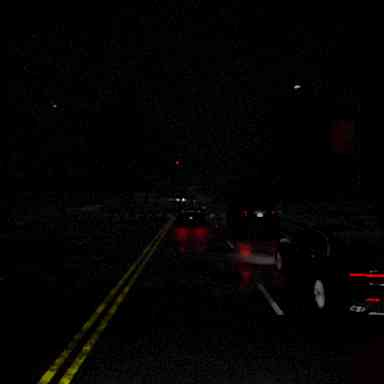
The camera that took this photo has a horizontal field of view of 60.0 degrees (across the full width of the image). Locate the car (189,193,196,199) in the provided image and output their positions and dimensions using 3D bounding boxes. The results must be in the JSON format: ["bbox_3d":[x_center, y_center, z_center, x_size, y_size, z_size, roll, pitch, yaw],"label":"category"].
[{"bbox_3d":[0.119,1.055,89.129,1.994,1.385,4.181,0,0,1],"label":"car"}]

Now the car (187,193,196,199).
[{"bbox_3d":[-0.091,1.060,72.182,1.812,1.442,4.674,0,0,1],"label":"car"}]

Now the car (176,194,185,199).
[{"bbox_3d":[-2.723,1.064,81.750,1.994,1.385,4.181,0,0,1],"label":"car"}]

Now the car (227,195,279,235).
[{"bbox_3d":[3.254,1.201,18.586,2.150,2.045,5.566,0,0,0],"label":"car"}]

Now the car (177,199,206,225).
[{"bbox_3d":[-0.026,1.473,24.008,2.128,1.511,4.902,0,0,1],"label":"car"}]

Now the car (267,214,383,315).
[{"bbox_3d":[3.252,1.490,7.548,1.837,1.490,4.892,0,0,0],"label":"car"}]
